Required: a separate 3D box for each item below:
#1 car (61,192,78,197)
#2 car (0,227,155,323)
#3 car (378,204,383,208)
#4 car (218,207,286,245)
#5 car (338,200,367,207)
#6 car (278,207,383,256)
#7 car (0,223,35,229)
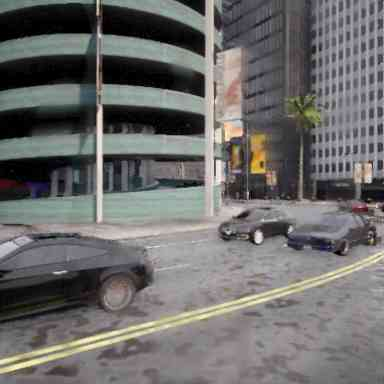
[{"bbox_3d":[-22.045,1.007,60.235,2.435,2.045,5.566,0,0,-36],"label":"car"},{"bbox_3d":[-2.934,1.523,6.147,4.674,1.442,1.812,0,0,-35],"label":"car"},{"bbox_3d":[22.141,1.569,35.926,2.033,1.411,5.357,0,0,4],"label":"car"},{"bbox_3d":[3.239,1.509,15.836,1.837,1.490,4.892,0,0,44],"label":"car"},{"bbox_3d":[18.695,1.582,38.922,1.994,1.385,4.181,0,0,0],"label":"car"},{"bbox_3d":[5.888,1.553,13.519,2.033,1.411,5.357,0,0,44],"label":"car"},{"bbox_3d":[-5.361,1.542,8.705,5.357,1.411,2.033,0,0,-35],"label":"car"}]
